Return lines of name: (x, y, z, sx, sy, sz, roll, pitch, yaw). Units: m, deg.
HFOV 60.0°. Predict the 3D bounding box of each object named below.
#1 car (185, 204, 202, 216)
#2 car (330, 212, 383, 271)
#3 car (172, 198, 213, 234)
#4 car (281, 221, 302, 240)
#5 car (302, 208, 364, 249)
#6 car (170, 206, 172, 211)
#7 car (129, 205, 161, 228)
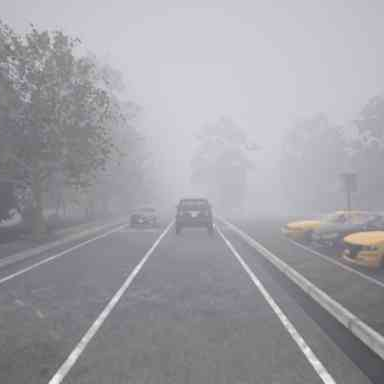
car: (0.148, 2.180, 41.065, 1.994, 1.385, 4.181, 0, -2, 0)
car: (7.100, 1.494, 9.863, 5.008, 1.535, 2.097, 0, 0, 0)
car: (0.124, 1.366, 20.517, 2.150, 2.045, 5.566, 0, -1, 0)
car: (6.918, 1.530, 15.404, 5.366, 1.575, 1.946, 0, 0, 0)
car: (7.104, 1.511, 12.635, 4.892, 1.521, 2.231, 0, 0, 0)
car: (-3.191, 3.102, 64.823, 1.895, 1.301, 4.718, 0, -3, 1)
car: (-3.321, 1.705, 24.145, 1.837, 1.490, 4.892, 0, -1, 0)
